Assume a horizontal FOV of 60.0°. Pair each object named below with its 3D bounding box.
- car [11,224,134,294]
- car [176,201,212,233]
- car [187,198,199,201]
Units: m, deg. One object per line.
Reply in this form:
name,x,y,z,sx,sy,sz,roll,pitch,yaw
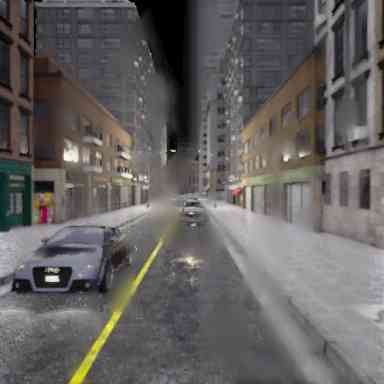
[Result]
car,-2.802,1.564,8.691,1.994,1.385,4.181,0,0,0
car,0.104,1.506,19.752,1.837,1.490,4.892,0,0,0
car,0.110,1.518,39.810,1.837,1.490,4.892,0,0,0
